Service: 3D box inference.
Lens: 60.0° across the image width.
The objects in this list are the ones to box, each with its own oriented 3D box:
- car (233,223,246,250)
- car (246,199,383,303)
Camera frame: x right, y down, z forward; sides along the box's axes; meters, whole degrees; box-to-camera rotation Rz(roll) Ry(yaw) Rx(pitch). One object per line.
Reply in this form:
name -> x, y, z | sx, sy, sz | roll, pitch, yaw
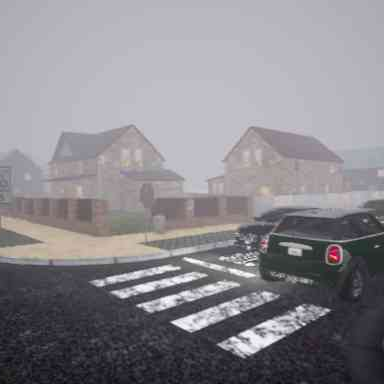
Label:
car -> 3.530, 1.280, 12.040 | 4.892, 1.490, 1.837 | -1, 2, -42
car -> 3.666, 1.203, 8.189 | 4.553, 1.767, 2.097 | -1, 2, -42
